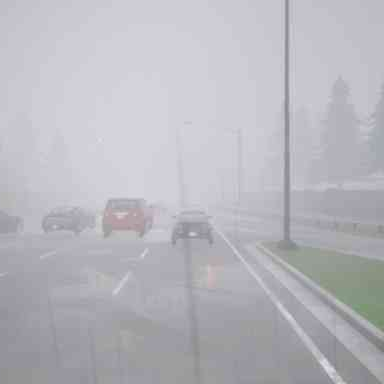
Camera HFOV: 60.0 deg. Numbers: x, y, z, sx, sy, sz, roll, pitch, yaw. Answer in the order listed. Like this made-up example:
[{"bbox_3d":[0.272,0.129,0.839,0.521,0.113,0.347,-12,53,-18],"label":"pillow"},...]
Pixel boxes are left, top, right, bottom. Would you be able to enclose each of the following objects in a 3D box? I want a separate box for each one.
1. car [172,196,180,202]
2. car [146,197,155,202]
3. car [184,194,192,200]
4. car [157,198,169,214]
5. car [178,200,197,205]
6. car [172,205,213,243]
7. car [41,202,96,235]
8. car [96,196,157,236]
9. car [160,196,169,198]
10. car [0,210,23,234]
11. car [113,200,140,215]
[{"bbox_3d":[-4.519,1.979,92.115,1.994,1.385,4.181,0,0,-1],"label":"car"},{"bbox_3d":[-11.518,1.973,92.029,1.994,1.385,4.181,0,0,-1],"label":"car"},{"bbox_3d":[-1.014,1.927,91.742,1.837,1.490,4.892,0,0,-1],"label":"car"},{"bbox_3d":[-3.758,1.702,38.277,1.812,1.442,4.674,0,0,-1],"label":"car"},{"bbox_3d":[-0.210,1.763,34.534,1.895,1.301,4.718,0,0,-1],"label":"car"},{"bbox_3d":[0.005,1.602,16.298,1.812,1.442,4.674,0,0,-1],"label":"car"},{"bbox_3d":[-7.028,1.579,19.476,2.128,1.511,4.902,0,0,-1],"label":"car"},{"bbox_3d":[-3.519,1.310,18.953,2.150,2.045,5.566,0,0,-1],"label":"car"},{"bbox_3d":[-8.019,2.019,92.102,1.895,1.301,4.718,0,0,-1],"label":"car"},{"bbox_3d":[-10.496,1.549,16.852,1.882,1.535,5.008,0,0,-1],"label":"car"},{"bbox_3d":[-7.246,1.662,37.351,2.128,1.511,4.902,0,0,-1],"label":"car"}]
